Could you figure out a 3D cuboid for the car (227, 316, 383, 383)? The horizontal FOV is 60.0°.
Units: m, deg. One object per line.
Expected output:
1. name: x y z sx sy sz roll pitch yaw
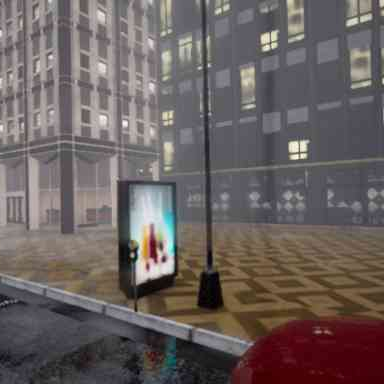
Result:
1. car: 2.413 1.302 1.176 5.009 1.841 2.192 -1 -1 36
